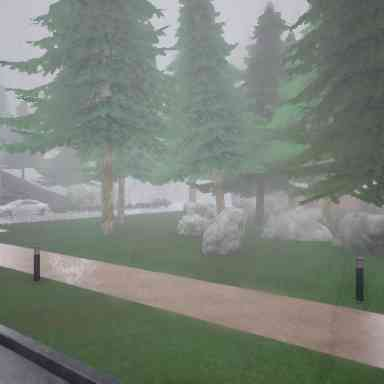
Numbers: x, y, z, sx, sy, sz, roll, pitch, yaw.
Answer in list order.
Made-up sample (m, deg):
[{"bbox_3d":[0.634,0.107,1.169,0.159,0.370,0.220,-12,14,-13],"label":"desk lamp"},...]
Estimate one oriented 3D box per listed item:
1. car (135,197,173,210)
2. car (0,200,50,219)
[{"bbox_3d":[-4.535,1.296,40.757,2.033,1.411,5.357,0,0,36],"label":"car"},{"bbox_3d":[-14.128,1.364,27.475,1.812,1.442,4.674,0,0,35],"label":"car"}]
